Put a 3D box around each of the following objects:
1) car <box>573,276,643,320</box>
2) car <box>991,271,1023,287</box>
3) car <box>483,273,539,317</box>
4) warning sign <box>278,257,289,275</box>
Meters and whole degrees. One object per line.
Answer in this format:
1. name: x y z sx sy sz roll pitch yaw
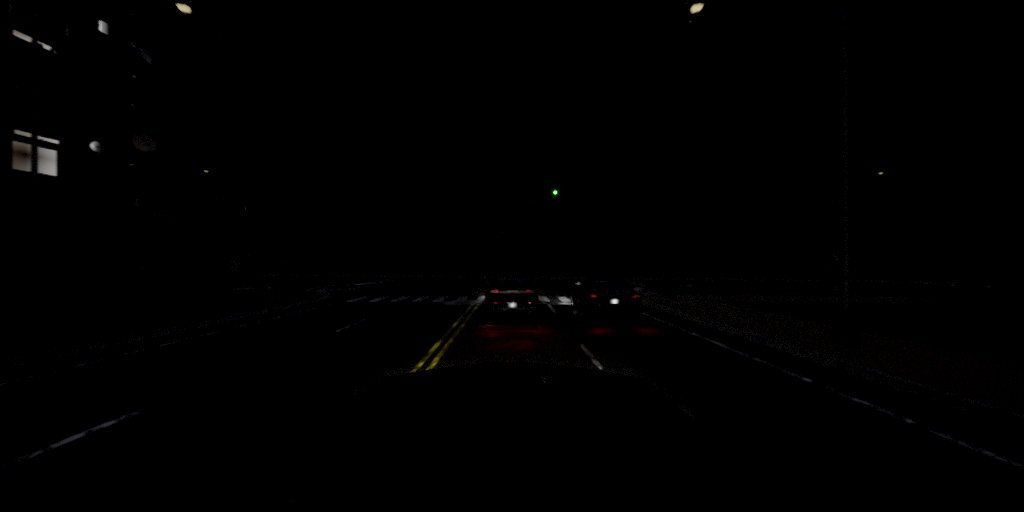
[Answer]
1. car: 3.417 1.450 13.447 1.994 1.385 4.181 0 -1 4
2. car: 46.436 1.998 32.362 4.892 1.490 1.837 1 0 2
3. car: -0.078 1.383 13.824 2.128 1.511 4.902 0 -1 -2
4. warning sign: -23.464 1.008 36.949 1.060 1.860 1.300 0 0 1
